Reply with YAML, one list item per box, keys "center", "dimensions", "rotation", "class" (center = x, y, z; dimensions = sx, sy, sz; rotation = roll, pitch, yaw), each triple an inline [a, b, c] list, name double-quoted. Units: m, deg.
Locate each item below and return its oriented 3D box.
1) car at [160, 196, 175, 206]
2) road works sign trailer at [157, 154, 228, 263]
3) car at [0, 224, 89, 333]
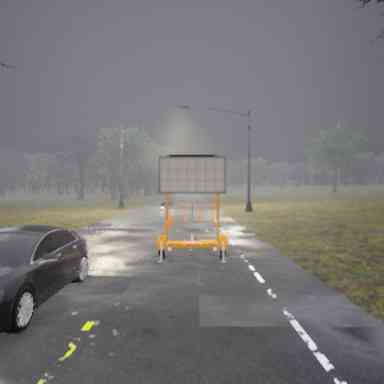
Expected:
- center: [-3.533, 1.308, 48.778]
  dimensions: [1.837, 1.490, 4.892]
  rotation: [0, 0, 0]
  class: "car"
- center: [0.013, 0.453, 11.982]
  dimensions: [2.380, 3.560, 2.880]
  rotation: [0, 0, 0]
  class: "road works sign trailer"
- center: [-3.592, 1.503, 6.843]
  dimensions: [1.837, 1.490, 4.892]
  rotation: [0, 0, 0]
  class: "car"
